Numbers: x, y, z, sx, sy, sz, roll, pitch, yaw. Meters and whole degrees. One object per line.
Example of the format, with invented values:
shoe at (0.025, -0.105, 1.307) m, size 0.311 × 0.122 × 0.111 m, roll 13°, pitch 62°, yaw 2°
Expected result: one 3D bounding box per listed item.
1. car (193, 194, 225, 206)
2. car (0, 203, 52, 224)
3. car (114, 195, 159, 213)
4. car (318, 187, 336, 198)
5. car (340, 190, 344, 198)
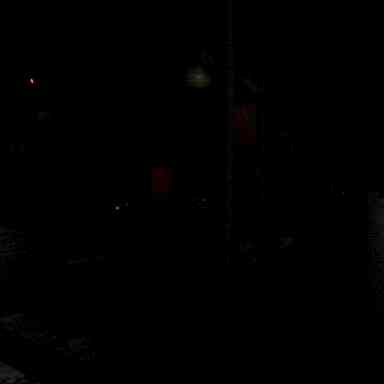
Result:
car at (2.081, 0.964, 40.057) m, size 1.895 × 1.301 × 4.718 m, roll 0°, pitch 1°, yaw 35°
car at (-11.470, 1.372, 20.926) m, size 1.895 × 1.301 × 4.718 m, roll 0°, pitch 1°, yaw 38°
car at (-4.883, 1.064, 30.070) m, size 2.128 × 1.511 × 4.902 m, roll 0°, pitch 1°, yaw 35°
car at (24.887, 0.094, 61.106) m, size 2.150 × 2.045 × 5.566 m, roll 0°, pitch -1°, yaw 35°
car at (28.138, 0.371, 60.079) m, size 1.837 × 1.490 × 4.892 m, roll 0°, pitch -1°, yaw 34°
